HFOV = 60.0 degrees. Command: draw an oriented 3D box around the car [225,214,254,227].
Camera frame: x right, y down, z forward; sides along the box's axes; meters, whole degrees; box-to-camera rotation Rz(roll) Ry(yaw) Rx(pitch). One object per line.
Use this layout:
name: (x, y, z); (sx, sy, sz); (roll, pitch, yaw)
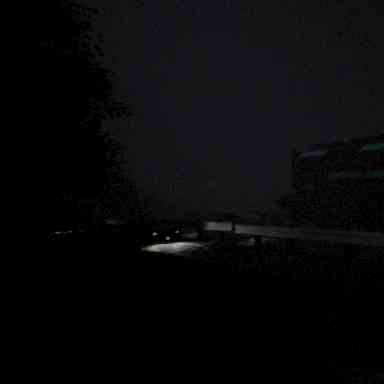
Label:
car: (7.307, 4.455, 48.614); (2.002, 1.452, 4.674); (0, 0, 36)

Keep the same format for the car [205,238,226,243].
car: (2.530, 4.669, 25.297); (2.163, 1.488, 4.792); (-1, 1, 36)

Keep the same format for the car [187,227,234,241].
car: (0.843, 4.388, 27.806); (2.435, 2.045, 5.566); (-1, 1, 36)

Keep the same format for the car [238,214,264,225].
car: (8.953, 4.417, 46.157); (2.231, 1.521, 4.892); (0, 0, 36)

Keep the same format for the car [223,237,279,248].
car: (4.165, 4.390, 22.729); (2.435, 2.045, 5.566); (0, 1, 36)

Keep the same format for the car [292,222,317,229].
car: (13.874, 4.419, 38.775); (2.231, 1.521, 4.892); (0, 0, 36)

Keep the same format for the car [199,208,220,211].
car: (3.963, 5.086, 87.328); (4.892, 1.521, 2.231); (-1, -2, 36)

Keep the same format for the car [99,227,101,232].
car: (-9.245, 4.384, 42.837); (2.435, 2.045, 5.566); (0, 1, 36)

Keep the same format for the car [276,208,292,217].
car: (19.623, 5.185, 76.041); (5.008, 1.535, 2.097); (1, 0, 36)

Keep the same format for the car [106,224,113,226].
car: (-7.560, 4.637, 40.351); (2.231, 1.521, 4.892); (-1, 1, 36)

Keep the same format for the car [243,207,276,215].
car: (14.660, 4.820, 72.633); (5.566, 2.045, 2.435); (1, 0, 36)

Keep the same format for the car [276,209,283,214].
car: (17.120, 5.171, 74.341); (4.674, 1.452, 2.002); (1, 0, 36)

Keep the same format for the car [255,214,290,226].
car: (10.612, 4.291, 43.716); (2.185, 1.767, 4.553); (0, 0, 36)

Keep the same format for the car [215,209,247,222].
car: (5.674, 4.163, 51.102); (2.435, 2.045, 5.566); (0, 0, 36)

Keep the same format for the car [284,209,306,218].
car: (24.576, 5.162, 79.462); (4.553, 1.767, 2.185); (1, 0, 36)

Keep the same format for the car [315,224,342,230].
car: (15.530, 4.448, 36.335); (2.163, 1.488, 4.792); (0, 0, 36)

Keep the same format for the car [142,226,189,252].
car: (-2.538, 4.513, 32.787); (2.185, 1.767, 4.553); (-1, 1, 36)

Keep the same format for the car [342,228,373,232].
car: (17.153, 4.419, 33.852); (2.097, 1.535, 5.008); (0, 0, 37)

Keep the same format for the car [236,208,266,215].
car: (12.282, 5.005, 70.834); (5.366, 1.575, 1.946); (1, 0, 36)

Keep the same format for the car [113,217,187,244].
car: (-2.801, 2.360, 20.686); (2.033, 1.411, 5.357); (-1, -3, -33)

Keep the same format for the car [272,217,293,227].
car: (12.131, 4.414, 41.078); (1.946, 1.575, 5.366); (0, 0, 36)
